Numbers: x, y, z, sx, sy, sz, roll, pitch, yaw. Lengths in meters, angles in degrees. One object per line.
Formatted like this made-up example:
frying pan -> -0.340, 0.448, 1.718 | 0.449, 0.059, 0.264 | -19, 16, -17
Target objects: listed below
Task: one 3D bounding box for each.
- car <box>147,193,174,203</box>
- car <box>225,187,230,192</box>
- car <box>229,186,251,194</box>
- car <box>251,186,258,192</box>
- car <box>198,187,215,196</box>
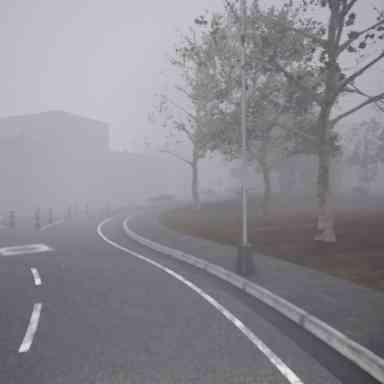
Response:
car -> -4.474, 0.827, 47.764 | 1.895, 1.301, 4.718 | 0, 2, 25
car -> 9.192, -0.487, 77.071 | 1.837, 1.490, 4.892 | 0, 2, 25
car -> 10.464, -0.309, 72.096 | 2.033, 1.411, 5.357 | 0, 2, 25
car -> 14.855, -0.834, 81.538 | 1.994, 1.385, 4.181 | 0, 2, 25
car -> 2.614, -0.170, 62.967 | 2.097, 1.767, 4.553 | 0, -3, 25
